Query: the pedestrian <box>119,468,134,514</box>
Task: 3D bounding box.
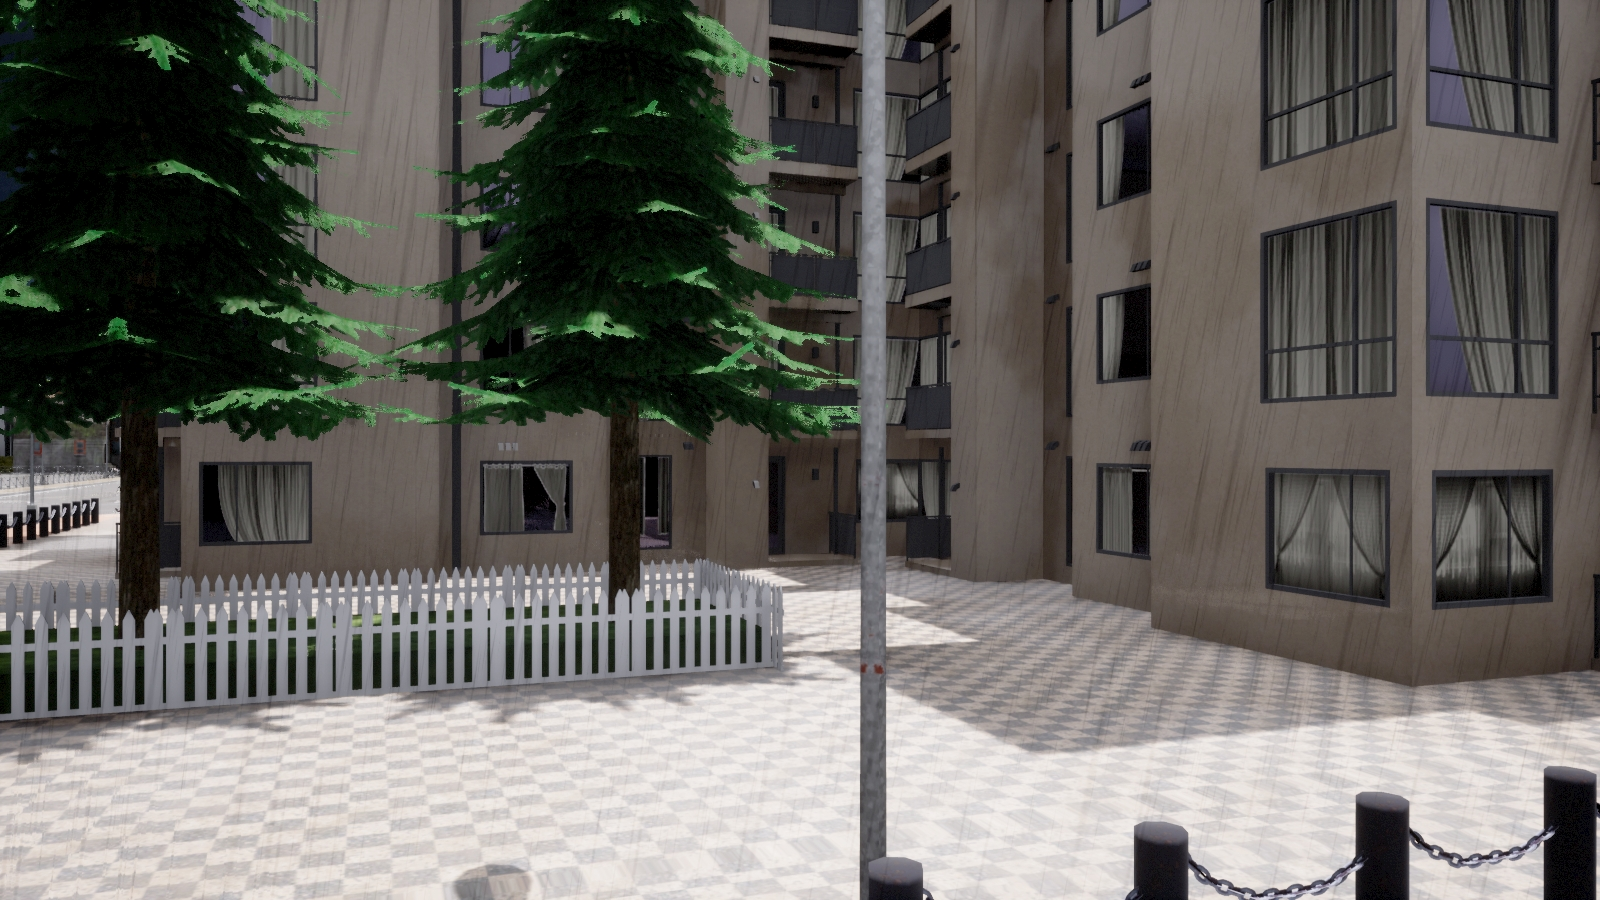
[{"bbox_3d":[-27.642,1.674,46.883,0.375,1.860,0.375,0,0,18],"label":"pedestrian"}]
